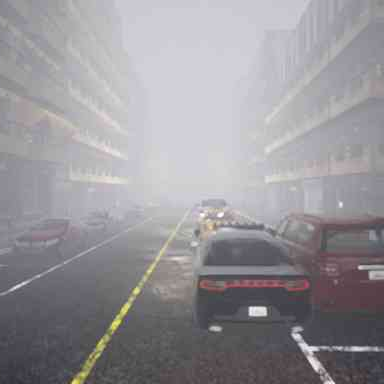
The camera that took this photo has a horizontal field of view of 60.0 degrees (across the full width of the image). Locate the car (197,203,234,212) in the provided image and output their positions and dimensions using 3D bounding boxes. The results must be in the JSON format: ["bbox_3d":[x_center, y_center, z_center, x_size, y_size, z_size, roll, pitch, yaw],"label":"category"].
[{"bbox_3d":[1.313,1.583,17.288,1.801,1.575,5.366,0,0,1],"label":"car"}]

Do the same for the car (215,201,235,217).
[{"bbox_3d":[3.488,1.784,35.603,1.752,1.417,4.829,-1,0,1],"label":"car"}]

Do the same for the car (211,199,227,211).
[{"bbox_3d":[3.724,1.782,46.635,1.967,1.590,4.097,-1,0,1],"label":"car"}]

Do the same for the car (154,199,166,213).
[{"bbox_3d":[-4.772,1.883,41.243,2.008,1.369,4.403,-1,0,1],"label":"car"}]

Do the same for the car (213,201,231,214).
[{"bbox_3d":[3.606,1.866,41.034,1.947,1.339,4.313,-1,0,1],"label":"car"}]

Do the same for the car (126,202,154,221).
[{"bbox_3d":[-5.013,1.798,30.042,2.008,1.369,4.403,-1,0,1],"label":"car"}]

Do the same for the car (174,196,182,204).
[{"bbox_3d":[-3.926,2.182,80.447,2.008,1.369,4.403,-1,0,1],"label":"car"}]

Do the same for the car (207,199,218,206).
[{"bbox_3d":[4.210,2.079,69.036,1.947,1.339,4.313,-1,0,1],"label":"car"}]

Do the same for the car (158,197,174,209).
[{"bbox_3d":[-4.534,1.732,52.446,2.192,1.841,5.009,-1,0,1],"label":"car"}]

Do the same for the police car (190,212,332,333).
[{"bbox_3d":[0.993,1.478,7.219,1.930,1.638,5.238,0,0,2],"label":"police car"}]

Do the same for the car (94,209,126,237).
[{"bbox_3d":[-5.255,1.745,18.840,1.802,1.307,4.206,-1,0,1],"label":"car"}]

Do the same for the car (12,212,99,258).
[{"bbox_3d":[-5.375,1.703,13.240,1.802,1.307,4.206,-1,0,1],"label":"car"}]

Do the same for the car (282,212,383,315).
[{"bbox_3d":[2.877,1.362,7.432,2.192,1.841,5.009,-1,0,1],"label":"car"}]

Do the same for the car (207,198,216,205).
[{"bbox_3d":[4.330,2.107,74.638,2.008,1.369,4.403,-1,0,1],"label":"car"}]

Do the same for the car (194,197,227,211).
[{"bbox_3d":[1.439,1.396,23.128,2.150,2.045,5.566,0,0,1],"label":"car"}]

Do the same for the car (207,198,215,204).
[{"bbox_3d":[4.455,2.125,80.408,1.752,1.417,4.829,-1,0,1],"label":"car"}]

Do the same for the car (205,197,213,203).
[{"bbox_3d":[4.691,2.125,91.440,1.967,1.590,4.097,-1,0,1],"label":"car"}]

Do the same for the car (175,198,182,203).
[{"bbox_3d":[-3.684,2.299,91.648,1.802,1.307,4.206,-1,0,1],"label":"car"}]

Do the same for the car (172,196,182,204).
[{"bbox_3d":[-3.809,1.989,86.050,2.192,1.841,5.009,-1,0,1],"label":"car"}]

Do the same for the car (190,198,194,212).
[{"bbox_3d":[1.004,1.894,43.798,1.994,1.385,4.181,0,0,2],"label":"car"}]
